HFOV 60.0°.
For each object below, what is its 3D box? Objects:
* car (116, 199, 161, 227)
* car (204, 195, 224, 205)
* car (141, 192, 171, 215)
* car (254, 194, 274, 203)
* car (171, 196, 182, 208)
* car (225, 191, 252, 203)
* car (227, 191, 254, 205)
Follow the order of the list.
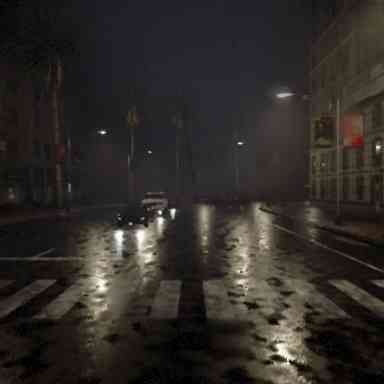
[{"bbox_3d":[-3.500,1.405,21.628,2.033,1.411,5.357,0,0,0],"label":"car"},{"bbox_3d":[3.277,1.203,49.276,1.812,1.442,4.674,0,0,22],"label":"car"},{"bbox_3d":[-3.500,1.013,31.764,2.150,2.045,5.566,0,0,0],"label":"car"},{"bbox_3d":[12.572,1.097,58.180,1.882,1.535,5.008,0,0,41],"label":"car"},{"bbox_3d":[-2.570,1.203,41.914,1.882,1.535,5.008,0,0,10],"label":"car"},{"bbox_3d":[8.231,0.840,58.265,2.150,2.045,5.566,0,0,38],"label":"car"},{"bbox_3d":[7.179,1.028,49.479,2.097,1.767,4.553,0,0,25],"label":"car"}]
